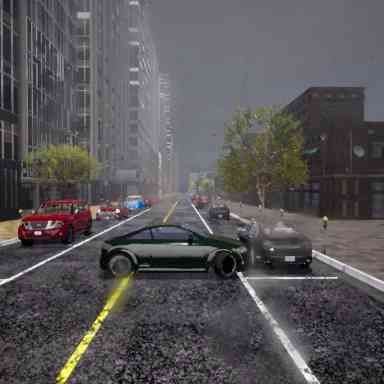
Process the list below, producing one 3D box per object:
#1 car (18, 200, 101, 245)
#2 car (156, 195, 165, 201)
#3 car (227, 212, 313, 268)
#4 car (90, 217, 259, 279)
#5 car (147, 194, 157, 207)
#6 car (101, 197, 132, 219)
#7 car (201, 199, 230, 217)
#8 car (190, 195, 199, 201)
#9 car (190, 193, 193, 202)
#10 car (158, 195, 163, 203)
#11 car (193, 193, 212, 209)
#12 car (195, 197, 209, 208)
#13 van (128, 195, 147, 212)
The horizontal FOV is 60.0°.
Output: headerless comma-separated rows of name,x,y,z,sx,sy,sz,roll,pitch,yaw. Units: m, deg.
car,-6.168,1.310,15.680,2.192,1.841,5.009,-1,0,-1
car,-7.742,1.497,82.636,1.752,1.417,4.829,-1,0,-1
car,2.565,1.548,11.082,2.008,1.369,4.403,-1,0,-1
car,-0.454,1.557,9.478,4.181,1.385,1.994,0,0,-1
car,-6.917,1.299,49.608,2.192,1.841,5.009,-1,0,-1
car,-6.354,1.432,26.748,1.967,1.590,4.097,-1,0,-1
car,2.049,1.543,26.942,2.008,1.369,4.403,-1,0,-1
car,0.633,1.537,83.005,1.947,1.339,4.313,-1,0,-1
car,0.906,1.290,71.939,2.192,1.841,5.009,-1,0,-1
car,-7.330,1.522,66.207,1.887,1.381,4.507,-1,0,-1
car,1.599,1.301,44.275,2.192,1.841,5.009,-1,0,-1
car,1.460,1.509,49.978,1.752,1.417,4.829,-1,0,-1
van,-6.639,1.329,38.542,1.690,1.788,3.998,-1,0,-1
